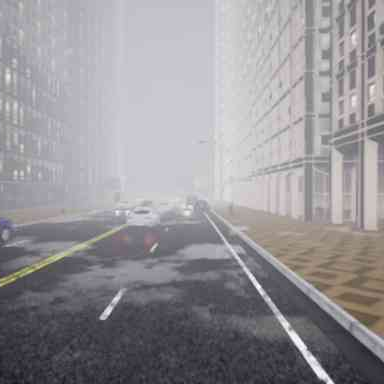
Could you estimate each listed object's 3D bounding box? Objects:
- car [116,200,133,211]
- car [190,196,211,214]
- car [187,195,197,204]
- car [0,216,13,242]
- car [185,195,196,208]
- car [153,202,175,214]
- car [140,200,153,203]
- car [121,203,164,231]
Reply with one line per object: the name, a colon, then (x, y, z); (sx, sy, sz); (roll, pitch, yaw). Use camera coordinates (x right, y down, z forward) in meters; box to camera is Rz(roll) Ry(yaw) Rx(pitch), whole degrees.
car: (-9.811, 1.929, 48.844); (1.812, 1.442, 4.674); (0, 0, 0)
car: (1.137, 1.692, 40.711); (2.097, 1.767, 4.553); (0, 0, 0)
car: (0.000, 1.640, 74.222); (2.150, 2.045, 5.566); (0, 0, 0)
car: (-9.801, 1.600, 14.432); (1.882, 1.535, 5.008); (0, 0, 0)
car: (-0.001, 1.711, 58.929); (2.150, 2.045, 5.566); (0, 0, 0)
car: (-3.149, 1.856, 39.617); (1.812, 1.442, 4.674); (0, 0, 0)
car: (-6.563, 1.881, 48.836); (1.882, 1.535, 5.008); (0, 0, 0)
car: (-3.149, 1.714, 22.106); (1.812, 1.442, 4.674); (0, 0, 0)
